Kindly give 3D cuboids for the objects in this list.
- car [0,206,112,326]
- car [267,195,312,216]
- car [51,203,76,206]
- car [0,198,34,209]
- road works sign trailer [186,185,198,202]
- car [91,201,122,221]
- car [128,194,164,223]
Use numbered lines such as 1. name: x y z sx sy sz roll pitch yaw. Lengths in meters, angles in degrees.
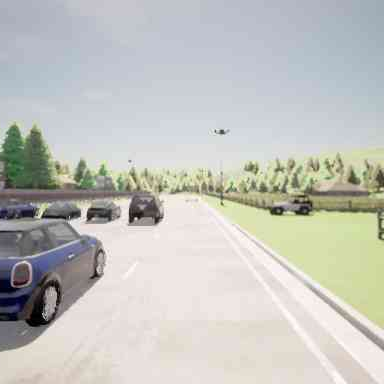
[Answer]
1. car: -3.408 1.344 7.199 2.097 1.767 4.553 0 0 0
2. car: 8.925 1.187 30.178 3.866 1.878 1.905 0 0 0
3. car: -10.400 1.540 26.961 1.994 1.385 4.181 0 0 0
4. car: -13.901 1.329 26.075 2.097 1.767 4.553 0 0 0
5. road works sign trailer: 0.007 0.402 70.974 2.380 3.560 2.880 0 0 0
6. car: -6.899 1.481 26.416 1.837 1.490 4.892 0 0 0
7. car: -3.399 1.199 25.378 2.150 2.045 5.566 0 0 0
